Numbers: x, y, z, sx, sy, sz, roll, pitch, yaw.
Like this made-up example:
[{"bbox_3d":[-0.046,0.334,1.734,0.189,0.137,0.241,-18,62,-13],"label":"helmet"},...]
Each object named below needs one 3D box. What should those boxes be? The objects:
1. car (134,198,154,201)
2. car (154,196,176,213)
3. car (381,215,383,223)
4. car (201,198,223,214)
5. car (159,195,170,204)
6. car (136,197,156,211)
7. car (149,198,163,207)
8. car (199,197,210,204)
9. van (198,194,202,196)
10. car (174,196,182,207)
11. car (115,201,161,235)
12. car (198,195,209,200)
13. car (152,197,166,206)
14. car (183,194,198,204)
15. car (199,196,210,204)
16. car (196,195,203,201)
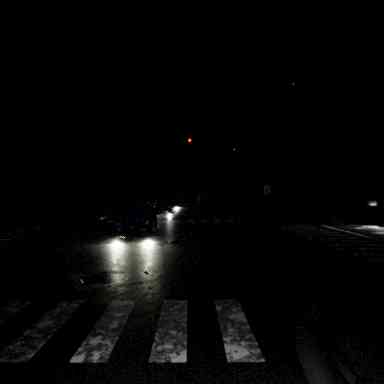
[{"bbox_3d":[-5.685,1.472,36.206,1.967,1.590,4.097,0,0,0],"label":"car"},{"bbox_3d":[-3.145,1.539,36.828,1.837,1.490,4.892,0,0,0],"label":"car"},{"bbox_3d":[14.185,1.507,20.715,4.181,1.385,1.994,0,0,0],"label":"car"},{"bbox_3d":[2.340,1.598,36.194,1.947,1.339,4.313,0,0,0],"label":"car"},{"bbox_3d":[-5.640,1.536,69.270,1.967,1.590,4.097,0,0,0],"label":"car"},{"bbox_3d":[-5.677,1.480,41.717,1.967,1.590,4.097,0,0,0],"label":"car"},{"bbox_3d":[-5.662,1.641,52.738,1.802,1.307,4.206,0,0,0],"label":"car"},{"bbox_3d":[2.377,1.633,63.749,2.008,1.369,4.403,0,0,0],"label":"car"},{"bbox_3d":[2.370,1.411,58.238,1.690,1.788,3.998,0,0,0],"label":"van"},{"bbox_3d":[-3.115,1.661,53.482,1.895,1.301,4.718,0,0,0],"label":"car"},{"bbox_3d":[-3.057,1.486,19.003,1.882,1.535,5.008,0,0,-1],"label":"car"},{"bbox_3d":[2.362,1.625,52.728,1.947,1.339,4.313,0,0,0],"label":"car"},{"bbox_3d":[-5.655,1.621,58.249,2.008,1.369,4.403,0,0,0],"label":"car"},{"bbox_3d":[-0.259,1.647,63.761,1.994,1.385,4.181,0,0,0],"label":"car"},{"bbox_3d":[2.355,1.631,47.217,1.802,1.307,4.206,0,0,0],"label":"car"},{"bbox_3d":[2.003,1.678,90.163,1.812,1.442,4.674,0,0,0],"label":"car"}]
